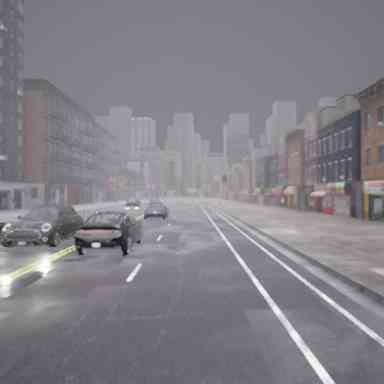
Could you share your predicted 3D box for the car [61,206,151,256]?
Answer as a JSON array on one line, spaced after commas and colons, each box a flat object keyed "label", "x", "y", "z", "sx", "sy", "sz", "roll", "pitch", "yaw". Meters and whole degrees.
[{"label": "car", "x": -3.156, "y": 1.543, "z": 13.369, "sx": 2.128, "sy": 1.511, "sz": 4.902, "roll": 0, "pitch": 0, "yaw": 0}]

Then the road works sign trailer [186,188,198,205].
[{"label": "road works sign trailer", "x": -0.020, "y": 0.821, "z": 67.206, "sx": 2.380, "sy": 3.560, "sz": 2.880, "roll": 0, "pitch": 0, "yaw": 0}]

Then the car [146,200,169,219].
[{"label": "car", "x": -3.162, "y": 1.697, "z": 30.347, "sx": 1.994, "sy": 1.385, "sz": 4.181, "roll": 0, "pitch": 0, "yaw": 0}]

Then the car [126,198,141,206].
[{"label": "car", "x": -9.815, "y": 1.756, "z": 55.931, "sx": 1.882, "sy": 1.535, "sz": 5.008, "roll": 0, "pitch": 0, "yaw": 1}]

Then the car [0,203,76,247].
[{"label": "car", "x": -6.604, "y": 1.411, "z": 15.157, "sx": 2.097, "sy": 1.767, "sz": 4.553, "roll": 0, "pitch": 0, "yaw": 0}]

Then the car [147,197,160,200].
[{"label": "car", "x": -6.562, "y": 1.638, "z": 57.093, "sx": 2.097, "sy": 1.767, "sz": 4.553, "roll": 0, "pitch": 0, "yaw": 0}]
